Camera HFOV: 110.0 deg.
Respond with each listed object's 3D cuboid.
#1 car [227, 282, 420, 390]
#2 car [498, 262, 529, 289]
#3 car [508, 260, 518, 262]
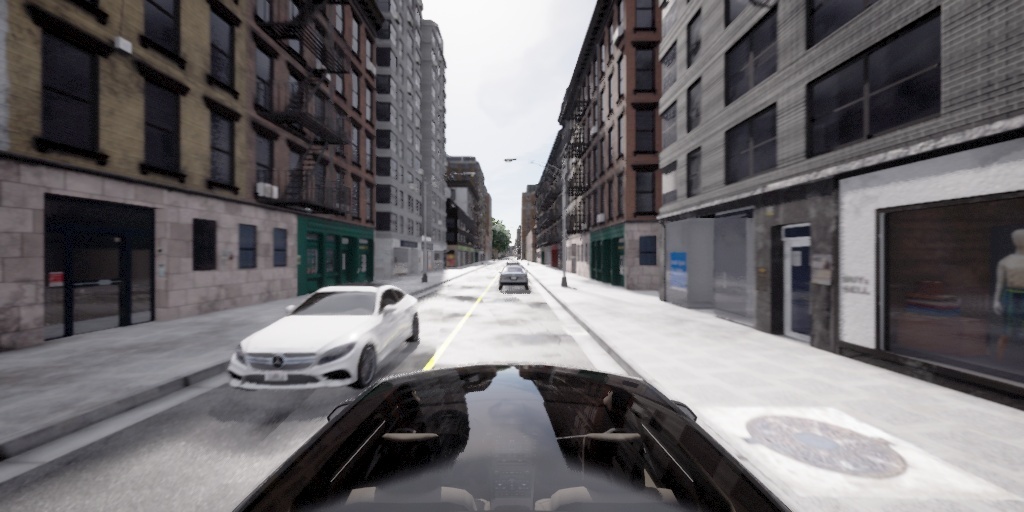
[{"bbox_3d":[-3.093,1.279,6.989,1.812,1.442,4.674,0,1,-1],"label":"car"},{"bbox_3d":[0.102,1.306,23.025,2.033,1.411,5.357,0,0,0],"label":"car"},{"bbox_3d":[0.108,1.261,48.339,2.128,1.511,4.902,0,0,0],"label":"car"}]
